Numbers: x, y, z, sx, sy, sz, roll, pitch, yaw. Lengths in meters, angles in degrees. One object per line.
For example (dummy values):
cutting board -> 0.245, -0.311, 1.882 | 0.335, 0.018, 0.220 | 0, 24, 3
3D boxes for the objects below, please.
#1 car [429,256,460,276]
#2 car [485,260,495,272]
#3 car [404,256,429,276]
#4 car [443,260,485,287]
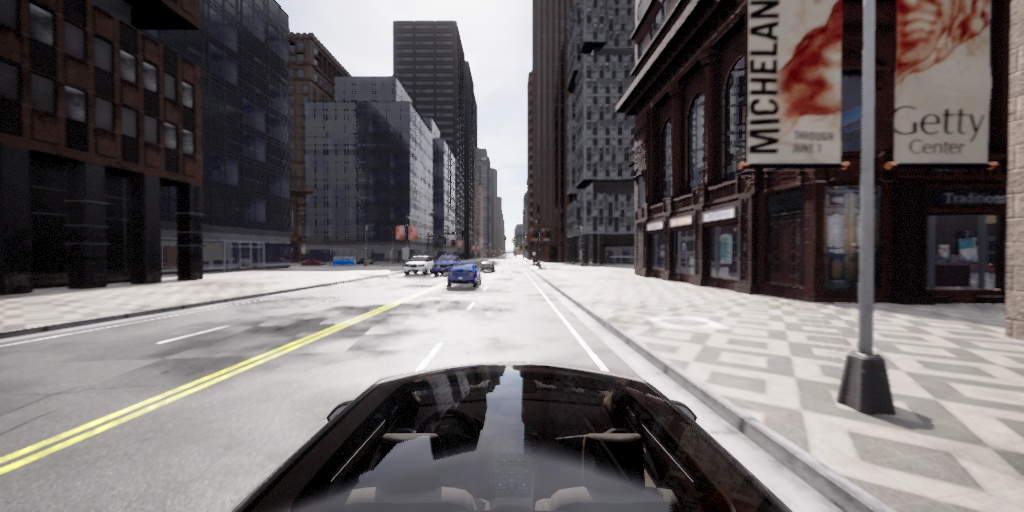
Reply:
car -> -6.552, 0.962, 36.928 | 2.150, 2.045, 5.566 | 0, 0, 0
car -> -3.187, 1.276, 46.714 | 2.033, 1.411, 5.357 | 0, 0, 0
car -> -9.791, 0.968, 38.359 | 2.150, 2.045, 5.566 | 0, 0, 0
car -> -3.169, 1.220, 24.507 | 1.882, 1.535, 5.008 | 0, 0, 0
